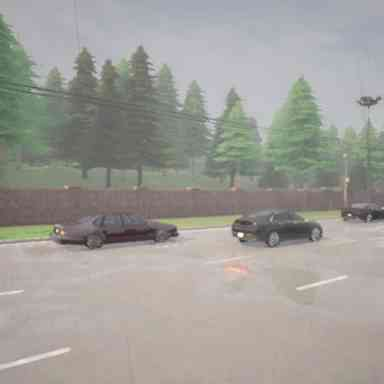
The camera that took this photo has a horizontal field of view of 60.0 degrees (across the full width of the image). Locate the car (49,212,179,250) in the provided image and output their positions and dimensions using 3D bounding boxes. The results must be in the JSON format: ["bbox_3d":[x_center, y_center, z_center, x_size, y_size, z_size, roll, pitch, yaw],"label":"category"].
[{"bbox_3d":[-3.190,1.572,14.368,5.357,1.411,2.033,0,0,-35],"label":"car"}]

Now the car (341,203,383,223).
[{"bbox_3d":[14.022,1.598,26.707,5.008,1.535,1.882,0,0,-35],"label":"car"}]

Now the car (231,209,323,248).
[{"bbox_3d":[3.985,1.557,15.184,4.892,1.490,1.837,1,0,-35],"label":"car"}]
